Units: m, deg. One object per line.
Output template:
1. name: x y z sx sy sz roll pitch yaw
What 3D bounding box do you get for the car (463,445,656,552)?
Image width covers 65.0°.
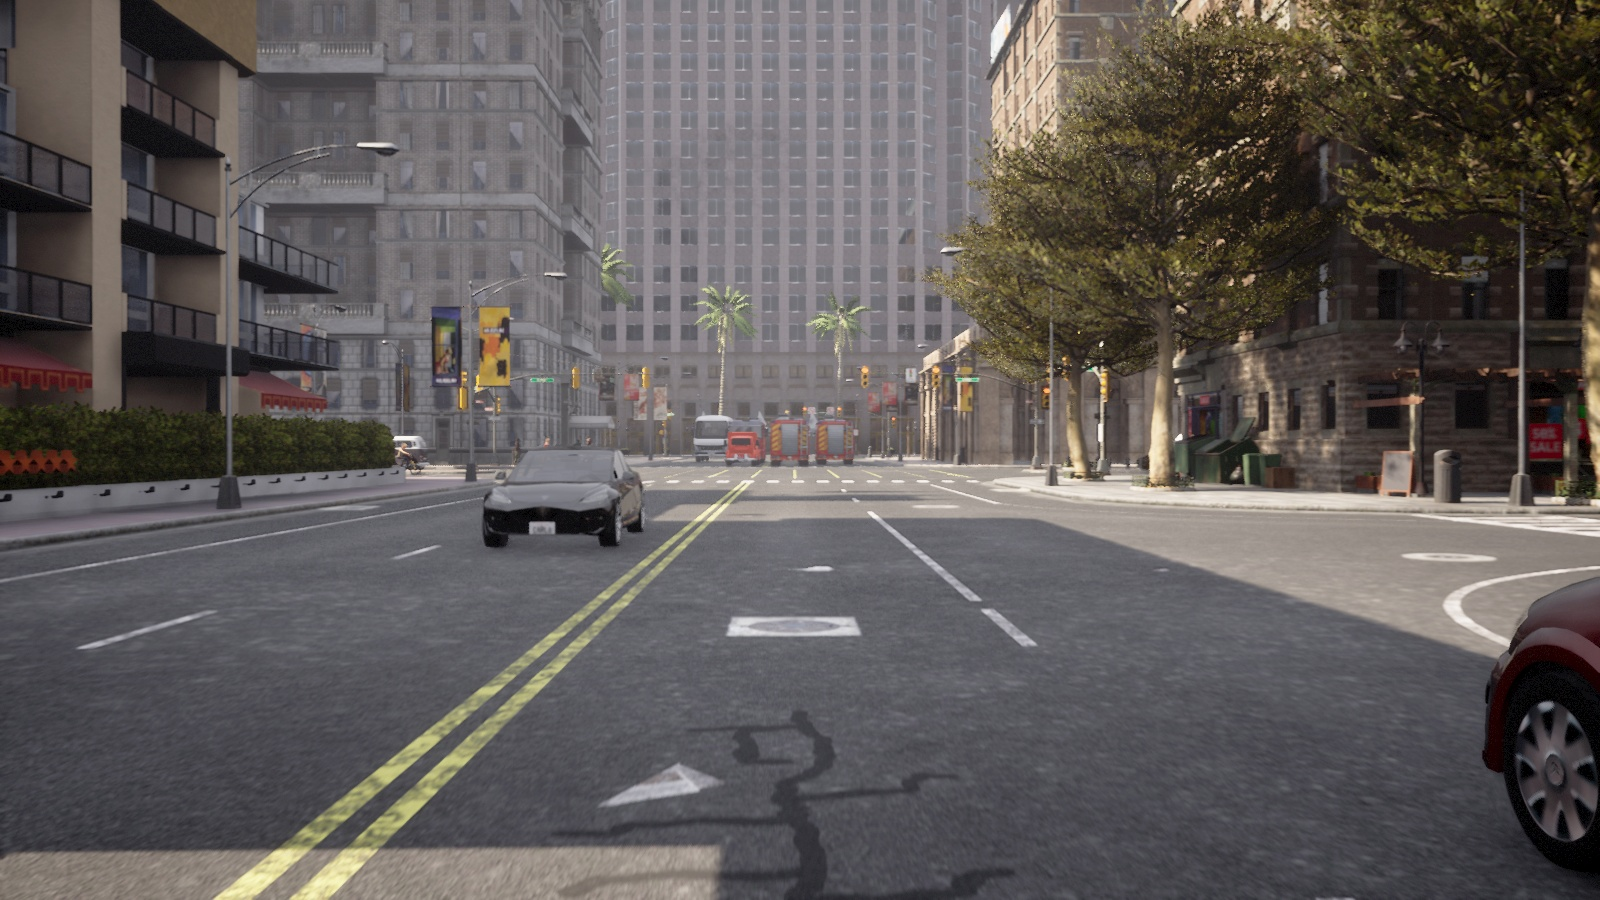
1. car: -3.620 0.668 19.852 2.163 1.488 4.792 0 0 0

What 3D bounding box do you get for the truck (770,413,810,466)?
1. truck: -0.747 -0.781 94.966 2.891 3.827 8.468 0 0 -1

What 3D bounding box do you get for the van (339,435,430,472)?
1. van: -23.535 0.185 71.291 4.480 2.038 2.069 0 0 0

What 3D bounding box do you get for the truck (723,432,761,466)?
1. truck: -4.226 -0.097 92.685 2.627 2.467 5.204 0 0 0

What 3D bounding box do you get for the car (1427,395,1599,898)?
1. car: 3.492 0.635 3.156 1.851 1.617 3.988 0 0 0
